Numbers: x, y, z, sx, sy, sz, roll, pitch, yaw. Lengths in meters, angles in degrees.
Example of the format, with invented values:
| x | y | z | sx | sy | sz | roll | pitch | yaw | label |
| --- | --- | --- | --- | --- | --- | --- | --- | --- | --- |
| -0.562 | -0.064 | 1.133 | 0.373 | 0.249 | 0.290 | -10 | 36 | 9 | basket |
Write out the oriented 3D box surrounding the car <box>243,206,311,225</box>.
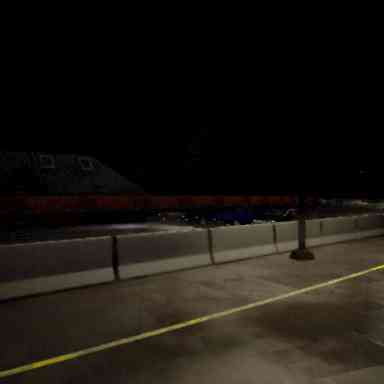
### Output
| x | y | z | sx | sy | sz | roll | pitch | yaw | label |
| --- | --- | --- | --- | --- | --- | --- | --- | --- | --- |
| 5.990 | 1.798 | 22.013 | 4.902 | 1.511 | 2.128 | 1 | -1 | -41 | car |

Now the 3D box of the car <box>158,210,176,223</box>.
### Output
| x | y | z | sx | sy | sz | roll | pitch | yaw | label |
| --- | --- | --- | --- | --- | --- | --- | --- | --- | --- |
| -0.739 | 2.058 | 30.064 | 4.718 | 1.301 | 1.895 | 0 | -1 | -42 | car |

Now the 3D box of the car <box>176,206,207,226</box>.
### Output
| x | y | z | sx | sy | sz | roll | pitch | yaw | label |
| --- | --- | --- | --- | --- | --- | --- | --- | --- | --- |
| 1.402 | 1.921 | 27.296 | 4.892 | 1.490 | 1.837 | 1 | -1 | -41 | car |

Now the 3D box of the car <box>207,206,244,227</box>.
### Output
| x | y | z | sx | sy | sz | roll | pitch | yaw | label |
| --- | --- | --- | --- | --- | --- | --- | --- | --- | --- |
| 3.717 | 1.835 | 24.673 | 5.008 | 1.535 | 1.882 | 1 | -1 | -41 | car |
